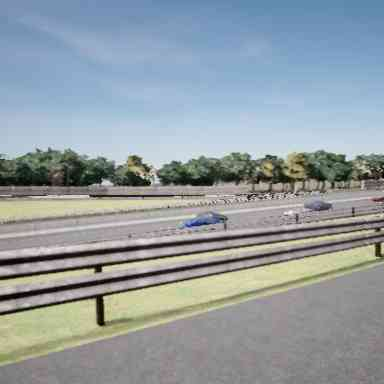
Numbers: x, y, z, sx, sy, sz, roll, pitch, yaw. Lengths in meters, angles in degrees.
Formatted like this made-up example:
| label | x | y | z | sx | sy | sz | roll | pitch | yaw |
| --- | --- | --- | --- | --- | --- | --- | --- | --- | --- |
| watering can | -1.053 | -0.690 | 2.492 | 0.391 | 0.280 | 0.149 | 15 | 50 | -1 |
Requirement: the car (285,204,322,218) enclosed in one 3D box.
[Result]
| label | x | y | z | sx | sy | sz | roll | pitch | yaw |
| --- | --- | --- | --- | --- | --- | --- | --- | --- | --- |
| car | 15.461 | 2.891 | 46.635 | 4.718 | 1.301 | 1.895 | -4 | 2 | -28 |

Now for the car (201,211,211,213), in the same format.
| label | x | y | z | sx | sy | sz | roll | pitch | yaw |
| --- | --- | --- | --- | --- | --- | --- | --- | --- | --- |
| car | 2.385 | 3.587 | 43.545 | 4.718 | 1.301 | 1.895 | -4 | 2 | -28 |

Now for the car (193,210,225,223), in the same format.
| label | x | y | z | sx | sy | sz | roll | pitch | yaw |
| --- | --- | --- | --- | --- | --- | --- | --- | --- | --- |
| car | 2.451 | 3.423 | 47.559 | 4.181 | 1.385 | 1.994 | -4 | 2 | -28 |

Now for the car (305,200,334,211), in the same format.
| label | x | y | z | sx | sy | sz | roll | pitch | yaw |
| --- | --- | --- | --- | --- | --- | --- | --- | --- | --- |
| car | 20.795 | 2.385 | 53.496 | 4.181 | 1.385 | 1.994 | -4 | 2 | -28 |

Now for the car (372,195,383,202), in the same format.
| label | x | y | z | sx | sy | sz | roll | pitch | yaw |
| --- | --- | --- | --- | --- | --- | --- | --- | --- | --- |
| car | 38.473 | 1.164 | 67.032 | 4.718 | 1.301 | 1.895 | -4 | 2 | -28 |

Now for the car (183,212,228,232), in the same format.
| label | x | y | z | sx | sy | sz | roll | pitch | yaw |
| --- | --- | --- | --- | --- | --- | --- | --- | --- | --- |
| car | 1.391 | 3.652 | 39.028 | 5.008 | 1.535 | 1.882 | -4 | 2 | -28 |

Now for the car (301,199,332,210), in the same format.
| label | x | y | z | sx | sy | sz | roll | pitch | yaw |
| --- | --- | --- | --- | --- | --- | --- | --- | --- | --- |
| car | 21.760 | 2.177 | 57.997 | 5.357 | 1.411 | 2.033 | -4 | 2 | -28 |
